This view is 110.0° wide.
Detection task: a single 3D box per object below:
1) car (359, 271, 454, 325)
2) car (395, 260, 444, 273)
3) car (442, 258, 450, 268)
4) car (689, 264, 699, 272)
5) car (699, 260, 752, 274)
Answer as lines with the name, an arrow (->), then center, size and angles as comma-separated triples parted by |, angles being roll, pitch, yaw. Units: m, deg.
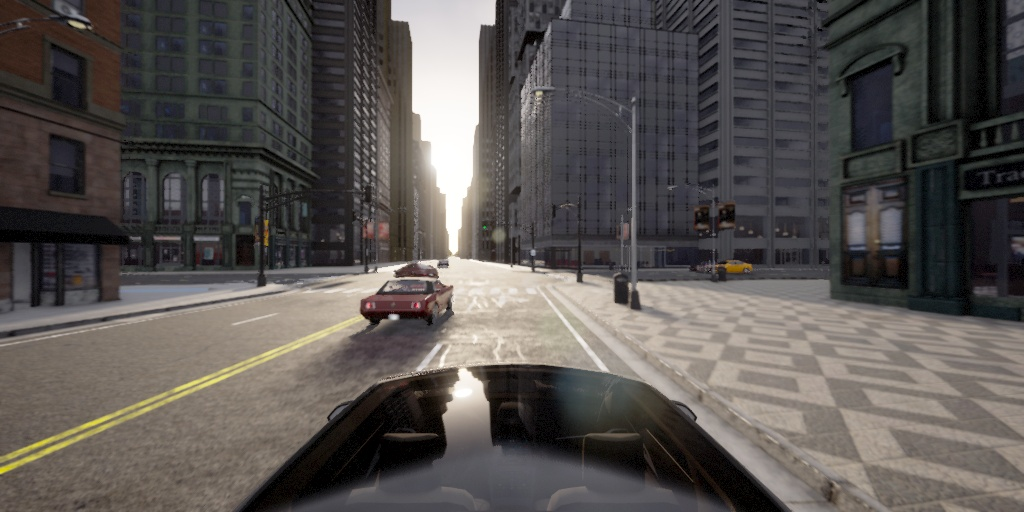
car -> -3.151, 1.351, 11.801 | 1.895, 1.301, 4.718 | 0, 0, 0
car -> -7.789, 1.278, 29.000 | 1.812, 1.442, 4.674 | 1, -1, -44
car -> -12.003, 1.382, 62.880 | 1.895, 1.301, 4.718 | 0, 0, -9
car -> 23.395, 1.311, 42.809 | 4.181, 1.385, 1.994 | 0, 0, -9
car -> 23.883, 1.220, 39.600 | 5.008, 1.535, 1.882 | 0, 0, -9
